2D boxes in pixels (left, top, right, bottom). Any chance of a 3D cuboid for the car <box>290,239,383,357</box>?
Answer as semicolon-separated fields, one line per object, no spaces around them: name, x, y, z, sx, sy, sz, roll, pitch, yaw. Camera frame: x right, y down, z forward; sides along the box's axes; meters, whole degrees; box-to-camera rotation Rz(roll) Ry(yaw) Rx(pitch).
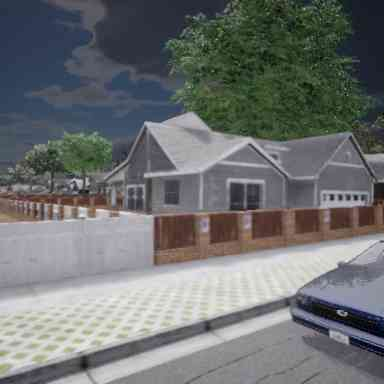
car;4.144;1.551;5.973;5.357;1.411;2.033;0;0;-35
